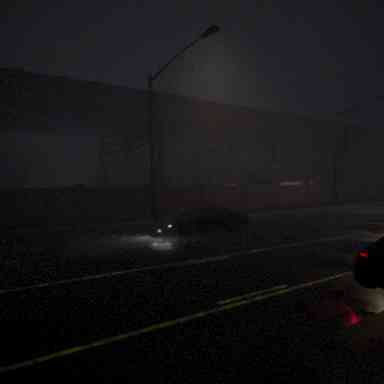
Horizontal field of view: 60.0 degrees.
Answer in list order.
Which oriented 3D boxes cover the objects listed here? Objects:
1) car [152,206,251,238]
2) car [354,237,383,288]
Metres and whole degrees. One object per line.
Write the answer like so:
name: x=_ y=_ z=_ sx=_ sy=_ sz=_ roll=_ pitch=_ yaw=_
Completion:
car: x=0.637 y=1.439 z=17.306 sx=5.357 sy=1.411 sz=2.033 roll=-1 pitch=0 yaw=-35
car: x=5.652 y=1.470 z=7.776 sx=4.181 sy=1.385 sz=1.994 roll=-1 pitch=0 yaw=-35
